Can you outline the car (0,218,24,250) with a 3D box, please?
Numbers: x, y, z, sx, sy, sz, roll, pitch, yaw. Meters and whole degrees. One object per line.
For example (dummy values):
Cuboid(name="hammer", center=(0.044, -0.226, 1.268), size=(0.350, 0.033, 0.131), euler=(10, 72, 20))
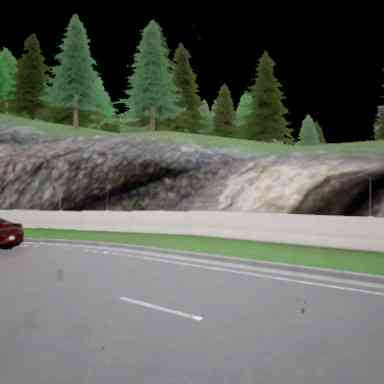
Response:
Cuboid(name="car", center=(-8.959, 1.525, 12.721), size=(5.008, 1.535, 1.882), euler=(0, -1, 15))
